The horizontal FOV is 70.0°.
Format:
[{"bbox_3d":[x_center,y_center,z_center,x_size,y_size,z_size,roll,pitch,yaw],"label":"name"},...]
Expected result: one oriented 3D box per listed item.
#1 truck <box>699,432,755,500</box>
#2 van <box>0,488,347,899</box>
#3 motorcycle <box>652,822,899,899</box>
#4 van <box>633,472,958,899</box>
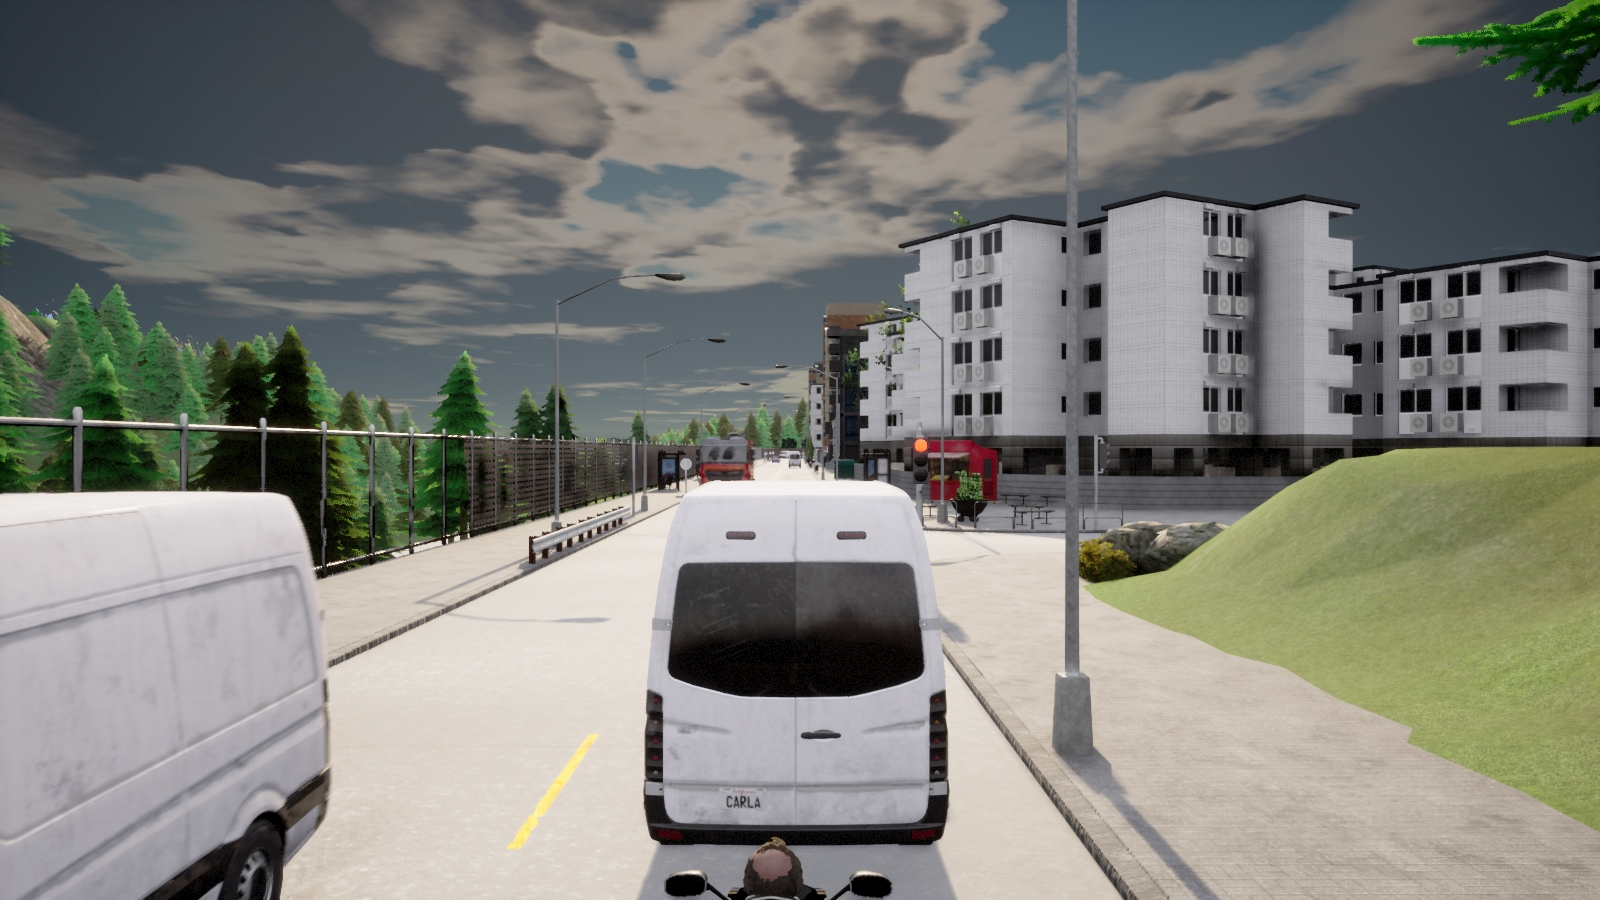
[{"bbox_3d":[-4.305,0.890,68.996,2.891,3.827,8.468,0,0,0],"label":"truck"},{"bbox_3d":[-4.002,1.534,4.662,1.988,2.561,5.915,0,0,0],"label":"van"},{"bbox_3d":[-0.090,2.205,3.746,0.867,1.251,2.209,0,0,1],"label":"motorcycle"},{"bbox_3d":[-0.034,1.534,9.946,1.988,2.561,5.915,0,0,0],"label":"van"}]
